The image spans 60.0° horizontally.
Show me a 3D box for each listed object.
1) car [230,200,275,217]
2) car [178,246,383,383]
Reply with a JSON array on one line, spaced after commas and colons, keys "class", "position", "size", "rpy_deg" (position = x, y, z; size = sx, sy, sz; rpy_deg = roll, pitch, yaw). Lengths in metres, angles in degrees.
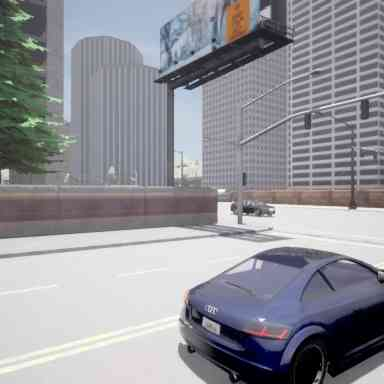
[{"class": "car", "position": [5.706, 1.491, 31.572], "size": [2.128, 1.511, 4.902], "rpy_deg": [0, 0, -34]}, {"class": "car", "position": [1.871, 1.564, 5.121], "size": [4.181, 1.385, 1.994], "rpy_deg": [0, 0, -35]}]
